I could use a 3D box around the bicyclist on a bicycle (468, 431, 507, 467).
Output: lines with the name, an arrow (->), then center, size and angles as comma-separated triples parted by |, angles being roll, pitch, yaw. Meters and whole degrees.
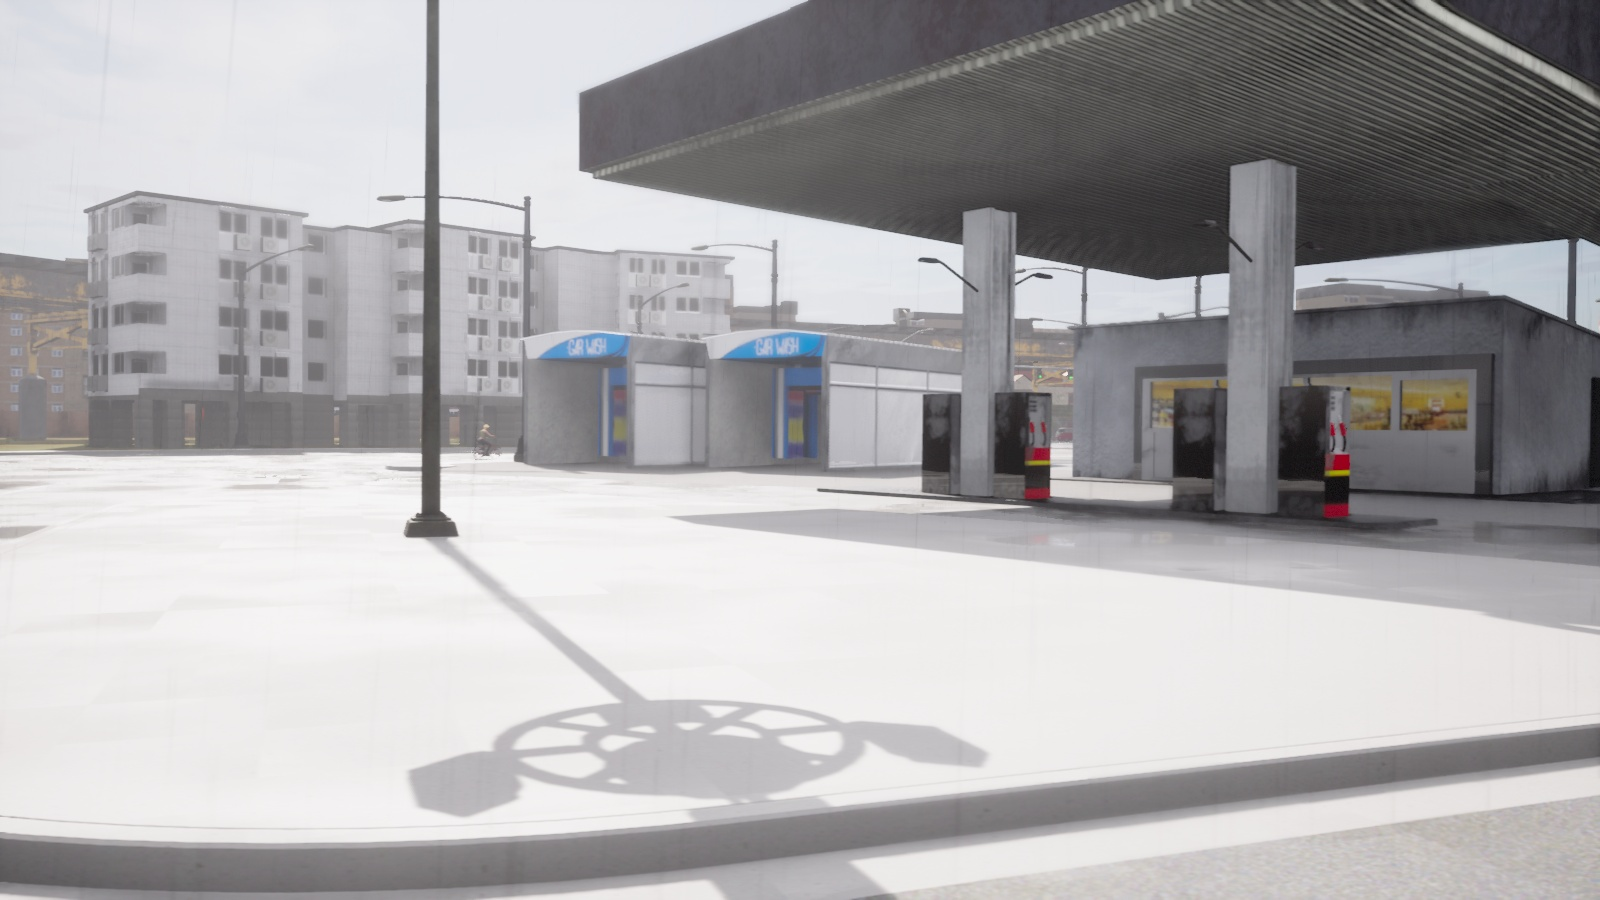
bicyclist on a bicycle -> -14.245, -0.052, 57.304 | 0.866, 1.612, 1.509 | 1, 1, 36
